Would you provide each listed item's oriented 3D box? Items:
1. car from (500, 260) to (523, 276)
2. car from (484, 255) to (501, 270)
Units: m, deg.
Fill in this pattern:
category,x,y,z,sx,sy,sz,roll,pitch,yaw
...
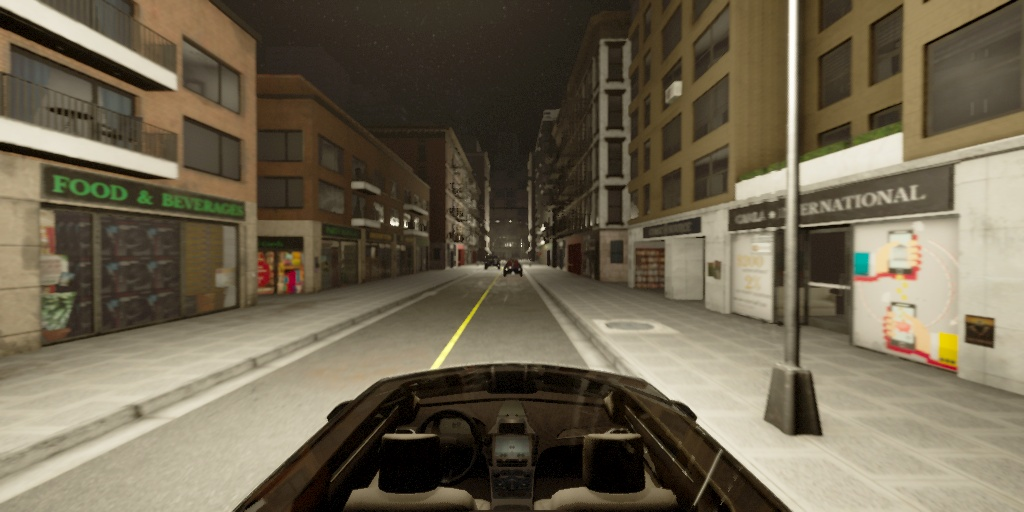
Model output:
category,x,y,z,sx,sy,sz,roll,pitch,yaw
car,0.104,1.295,35.662,1.895,1.301,4.718,0,0,0
car,-2.745,0.877,51.162,2.150,2.045,5.566,0,0,0
